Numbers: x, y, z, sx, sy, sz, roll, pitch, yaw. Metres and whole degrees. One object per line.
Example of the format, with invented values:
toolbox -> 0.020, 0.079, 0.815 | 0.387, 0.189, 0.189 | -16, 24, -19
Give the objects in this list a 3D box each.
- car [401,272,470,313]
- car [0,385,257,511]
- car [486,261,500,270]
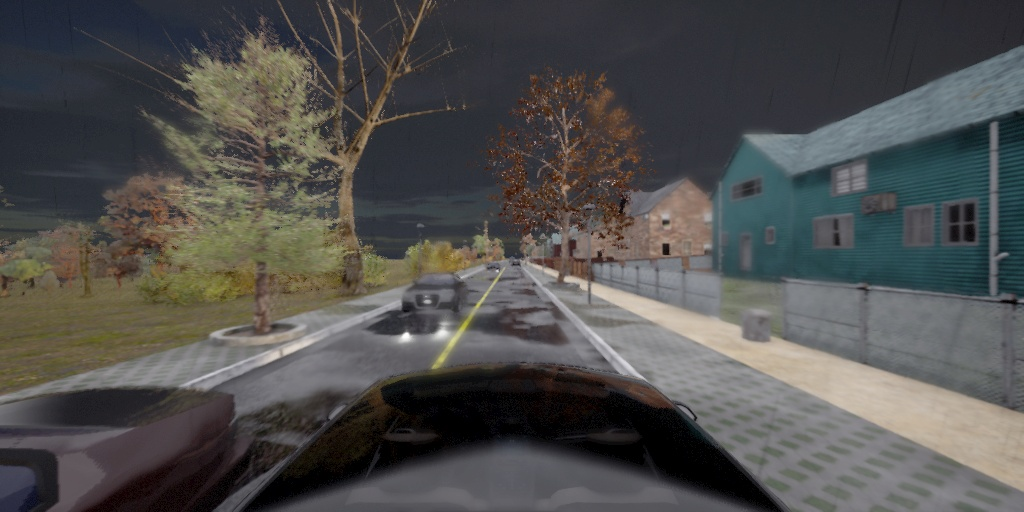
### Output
car -> -2.824, 1.342, 14.000 | 1.994, 1.385, 4.181 | 0, 0, 0
car -> -2.850, 1.293, 0.293 | 2.033, 1.411, 5.357 | 0, 0, 0
car -> -2.795, 1.461, 54.144 | 1.994, 1.385, 4.181 | 0, 0, 0
